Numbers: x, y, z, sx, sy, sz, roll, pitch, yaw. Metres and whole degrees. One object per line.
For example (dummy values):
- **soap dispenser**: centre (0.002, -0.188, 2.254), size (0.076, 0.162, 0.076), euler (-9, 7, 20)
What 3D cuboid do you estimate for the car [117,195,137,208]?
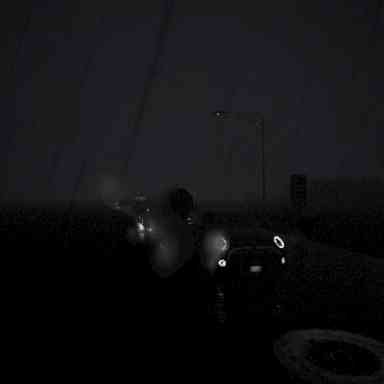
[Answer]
- **car**: centre (-9.769, 1.567, 48.775), size (2.033, 1.411, 5.357), euler (-1, 0, -20)

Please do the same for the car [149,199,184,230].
- **car**: centre (-1.295, 1.478, 21.258), size (1.837, 1.490, 4.892), euler (-1, 1, -15)

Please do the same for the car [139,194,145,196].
- **car**: centre (-5.375, 1.423, 44.645), size (2.128, 1.511, 4.902), euler (-1, 0, -19)

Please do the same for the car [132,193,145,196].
- **car**: centre (-8.887, 1.155, 54.431), size (2.150, 2.045, 5.566), euler (-1, 0, -19)

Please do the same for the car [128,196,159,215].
- **car**: centre (-4.887, 1.460, 33.779), size (2.128, 1.511, 4.902), euler (-1, 0, -17)

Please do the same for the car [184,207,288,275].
- **car**: centre (1.214, 1.337, 10.541), size (2.097, 1.767, 4.553), euler (-1, 0, -10)
